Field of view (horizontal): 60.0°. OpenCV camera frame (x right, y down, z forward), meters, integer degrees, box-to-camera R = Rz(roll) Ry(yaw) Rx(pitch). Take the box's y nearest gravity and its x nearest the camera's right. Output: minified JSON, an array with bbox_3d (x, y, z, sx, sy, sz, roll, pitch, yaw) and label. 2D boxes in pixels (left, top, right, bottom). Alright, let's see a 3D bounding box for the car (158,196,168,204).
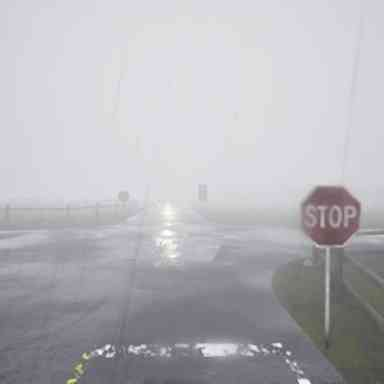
[{"bbox_3d":[-5.898,1.558,66.779,1.812,1.442,4.674,0,0,-5],"label":"car"}]
